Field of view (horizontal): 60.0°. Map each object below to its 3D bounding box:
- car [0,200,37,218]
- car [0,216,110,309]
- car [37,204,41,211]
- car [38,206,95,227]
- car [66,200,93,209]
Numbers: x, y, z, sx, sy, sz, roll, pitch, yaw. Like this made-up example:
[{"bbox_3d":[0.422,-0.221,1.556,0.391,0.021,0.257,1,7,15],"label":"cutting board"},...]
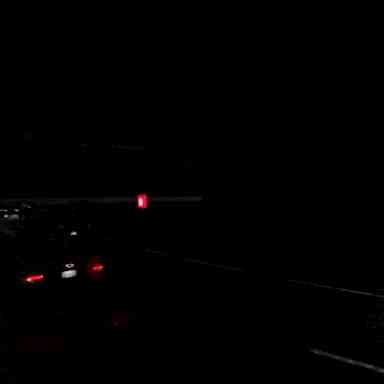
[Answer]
[{"bbox_3d":[-14.107,1.543,26.444,2.128,1.511,4.902,0,0,-16],"label":"car"},{"bbox_3d":[-3.975,1.566,8.009,2.033,1.411,5.357,0,0,-43],"label":"car"},{"bbox_3d":[-19.142,1.644,38.449,1.994,1.385,4.181,0,0,-1],"label":"car"},{"bbox_3d":[-6.617,1.647,17.404,1.895,1.301,4.718,0,0,-31],"label":"car"},{"bbox_3d":[-12.218,1.578,36.219,1.882,1.535,5.008,0,0,-4],"label":"car"}]
